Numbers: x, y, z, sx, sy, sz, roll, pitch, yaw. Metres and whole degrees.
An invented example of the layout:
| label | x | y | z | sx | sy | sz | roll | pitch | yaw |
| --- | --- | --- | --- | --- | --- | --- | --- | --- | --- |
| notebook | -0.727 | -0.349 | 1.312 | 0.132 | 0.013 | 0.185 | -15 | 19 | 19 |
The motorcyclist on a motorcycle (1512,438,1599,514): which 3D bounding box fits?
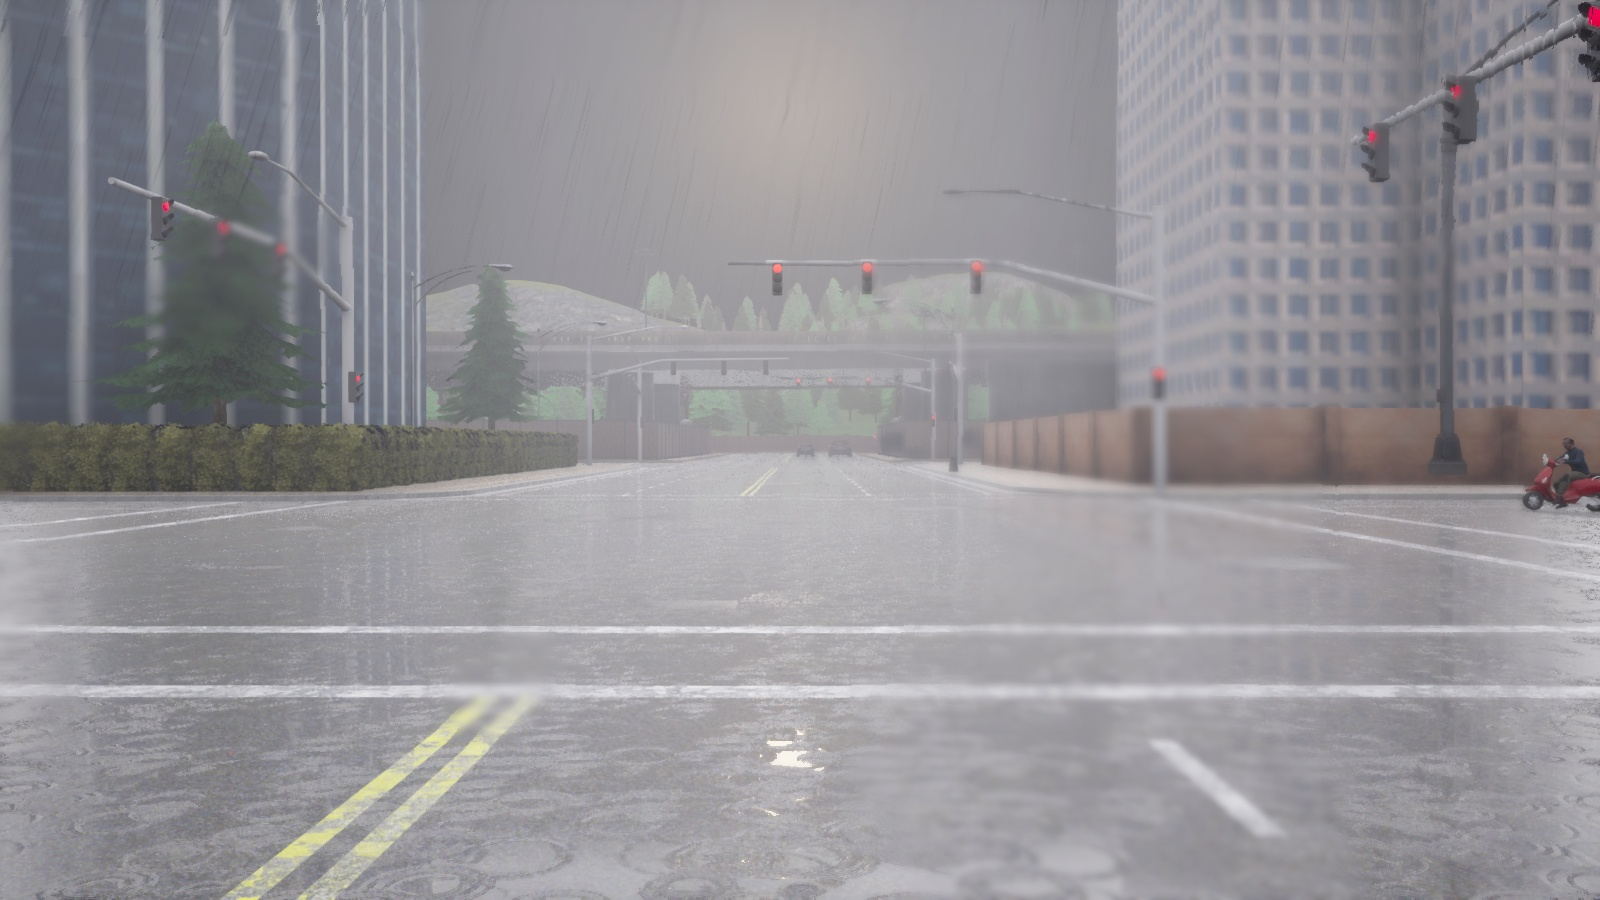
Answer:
| label | x | y | z | sx | sy | sz | roll | pitch | yaw |
| --- | --- | --- | --- | --- | --- | --- | --- | --- | --- |
| motorcyclist on a motorcycle | 16.565 | 0.559 | 27.136 | 1.817 | 1.590 | 0.866 | 1 | 0 | 1 |
